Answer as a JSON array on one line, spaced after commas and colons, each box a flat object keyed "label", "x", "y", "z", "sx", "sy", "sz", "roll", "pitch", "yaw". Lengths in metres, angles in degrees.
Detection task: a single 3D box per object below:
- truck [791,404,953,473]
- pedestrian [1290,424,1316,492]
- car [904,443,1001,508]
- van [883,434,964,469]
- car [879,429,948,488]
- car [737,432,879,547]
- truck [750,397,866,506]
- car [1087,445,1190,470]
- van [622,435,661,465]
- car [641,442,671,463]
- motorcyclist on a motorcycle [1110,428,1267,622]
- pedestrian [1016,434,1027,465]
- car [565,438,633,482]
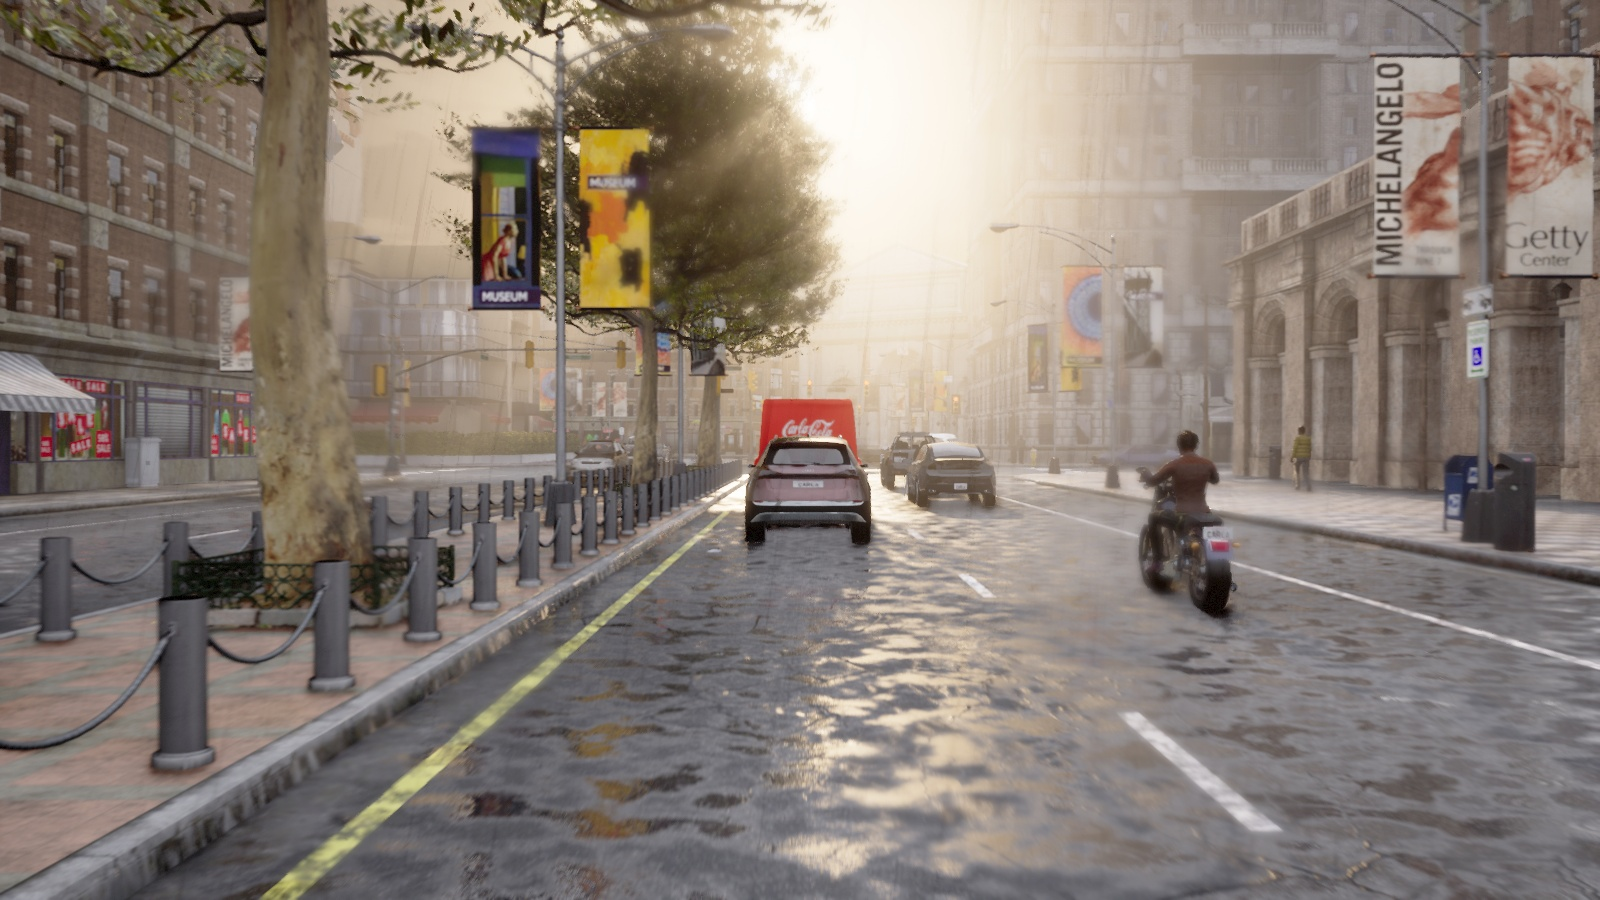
[{"label": "truck", "x": 3.743, "y": -0.603, "z": 65.704, "sx": 7.936, "sy": 3.462, "sz": 2.891, "roll": 0, "pitch": 0, "yaw": -17}, {"label": "pedestrian", "x": 13.740, "y": 0.221, "z": 34.332, "sx": 0.431, "sy": 1.840, "sz": 0.709, "roll": 0, "pitch": 0, "yaw": 0}, {"label": "car", "x": 3.692, "y": 0.578, "z": 31.183, "sx": 1.837, "sy": 1.490, "sz": 4.892, "roll": 0, "pitch": 0, "yaw": 0}, {"label": "van", "x": 7.441, "y": 0.048, "z": 75.805, "sx": 4.480, "sy": 2.038, "sz": 2.069, "roll": 0, "pitch": 1, "yaw": 40}, {"label": "car", "x": 3.753, "y": 0.323, "z": 42.107, "sx": 1.932, "sy": 1.855, "sz": 4.605, "roll": 0, "pitch": -1, "yaw": 0}, {"label": "car", "x": 0.132, "y": 0.560, "z": 20.476, "sx": 2.033, "sy": 1.649, "sz": 4.856, "roll": 0, "pitch": 0, "yaw": 0}, {"label": "truck", "x": 0.192, "y": 0.070, "z": 30.837, "sx": 2.627, "sy": 2.467, "sz": 5.204, "roll": 0, "pitch": -1, "yaw": 0}, {"label": "car", "x": 19.386, "y": 0.404, "z": 72.023, "sx": 5.357, "sy": 1.411, "sz": 2.033, "roll": 0, "pitch": 0, "yaw": 0}, {"label": "van", "x": -10.957, "y": -0.030, "z": 87.050, "sx": 2.069, "sy": 2.038, "sz": 4.480, "roll": 0, "pitch": 0, "yaw": 0}, {"label": "car", "x": -10.943, "y": 0.178, "z": 95.497, "sx": 1.789, "sy": 1.549, "sz": 3.705, "roll": 0, "pitch": 0, "yaw": 0}, {"label": "motorcyclist on a motorcycle", "x": 3.583, "y": 0.633, "z": 11.822, "sx": 0.766, "sy": 1.649, "sz": 2.350, "roll": 0, "pitch": 0, "yaw": 0}, {"label": "pedestrian", "x": 13.850, "y": -0.028, "z": 78.471, "sx": 0.423, "sy": 1.949, "sz": 0.788, "roll": 0, "pitch": 0, "yaw": -7}, {"label": "car", "x": -7.694, "y": 0.365, "z": 48.436, "sx": 1.851, "sy": 1.617, "sz": 3.988, "roll": 0, "pitch": 0, "yaw": 2}]
